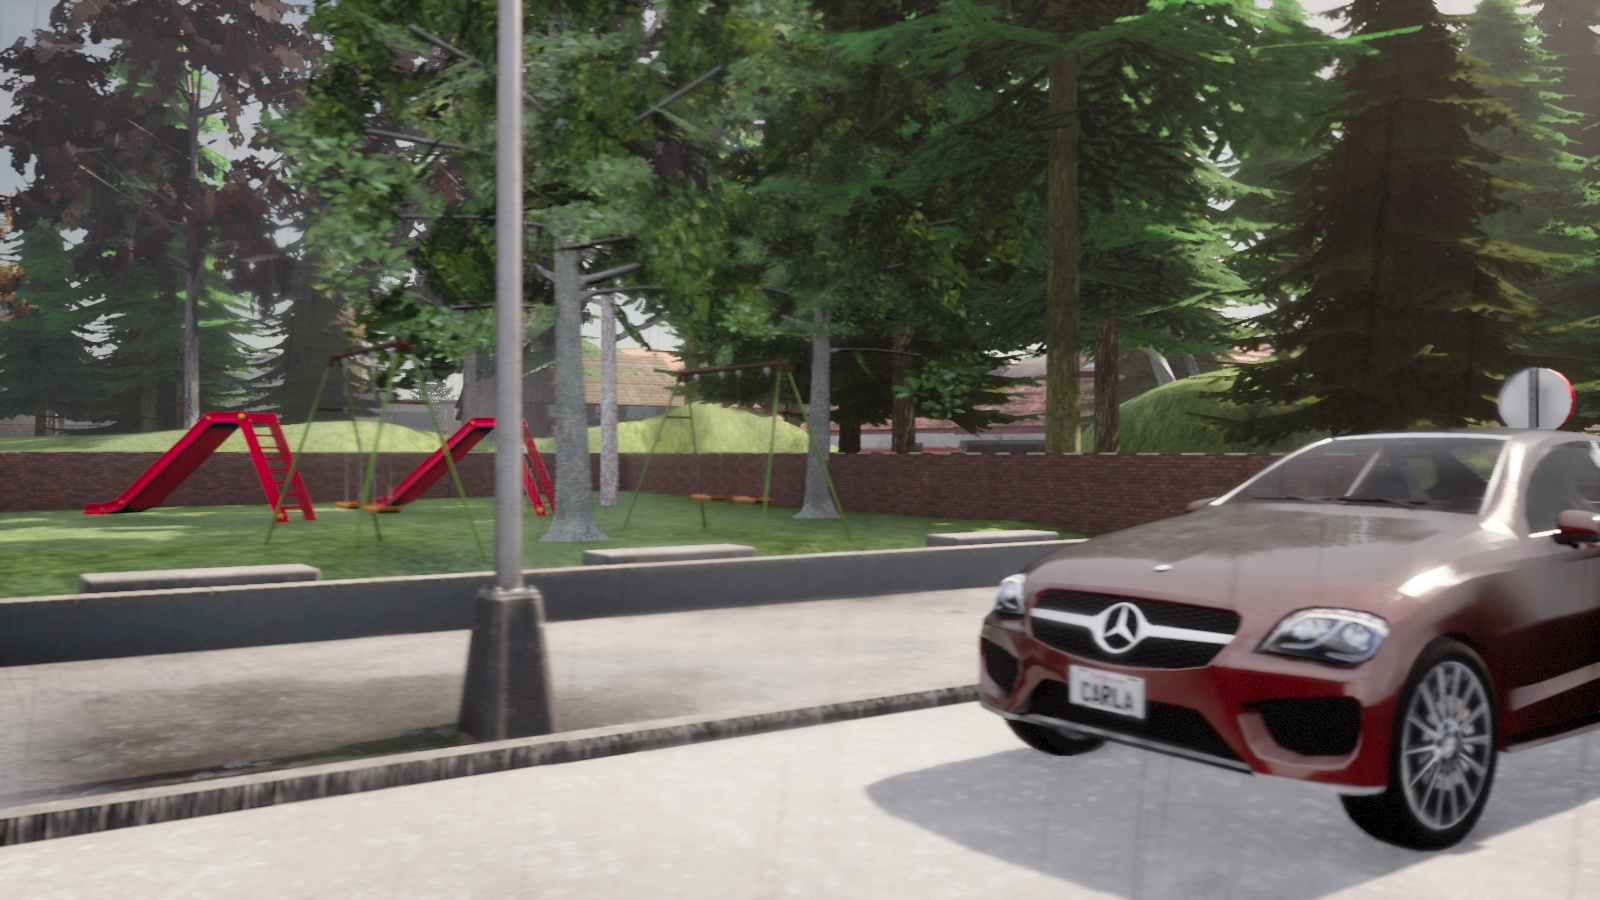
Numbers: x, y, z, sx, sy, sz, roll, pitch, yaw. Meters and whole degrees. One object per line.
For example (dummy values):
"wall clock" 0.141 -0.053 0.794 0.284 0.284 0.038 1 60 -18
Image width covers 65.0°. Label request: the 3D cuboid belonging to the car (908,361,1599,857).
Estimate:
"car" 3.187 0.533 6.506 5.027 1.651 2.152 0 0 -35
